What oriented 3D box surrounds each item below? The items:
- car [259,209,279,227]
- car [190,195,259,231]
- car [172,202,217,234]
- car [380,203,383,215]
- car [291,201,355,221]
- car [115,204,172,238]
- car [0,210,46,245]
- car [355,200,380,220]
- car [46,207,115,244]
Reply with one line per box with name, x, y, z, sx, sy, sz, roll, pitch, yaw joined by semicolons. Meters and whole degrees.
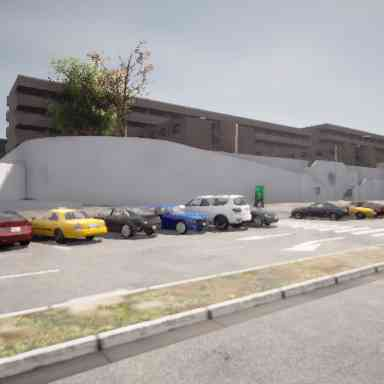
car;3.454;1.513;22.795;4.892;1.521;2.231;-1;-1;34
car;0.999;1.251;21.070;5.566;2.045;2.435;-1;-1;35
car;-1.403;1.497;19.331;5.008;1.535;2.097;-1;-1;35
car;15.575;1.620;31.450;4.792;1.488;2.163;-1;-1;35
car;10.744;1.591;27.971;4.674;1.452;2.002;-1;-1;35
car;-3.827;1.494;17.588;4.892;1.521;2.231;-1;-1;35
car;-8.714;1.519;14.147;4.792;1.488;2.163;-1;-1;35
car;13.325;1.564;29.602;5.366;1.575;1.946;-1;-1;35
car;-6.414;1.489;15.967;5.366;1.575;1.946;-1;-1;35
